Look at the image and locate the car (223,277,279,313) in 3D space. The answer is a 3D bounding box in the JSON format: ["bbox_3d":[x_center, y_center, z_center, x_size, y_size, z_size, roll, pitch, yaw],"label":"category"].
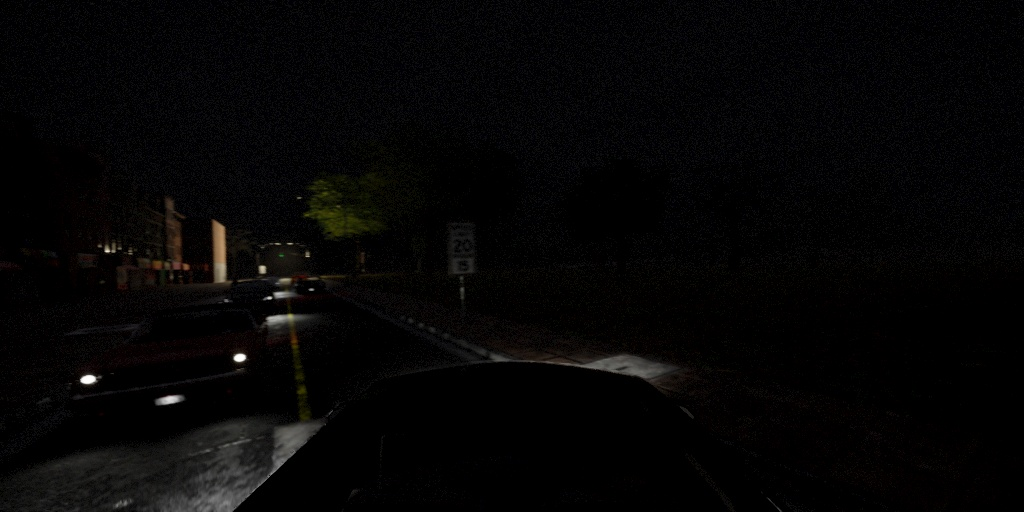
[{"bbox_3d":[-12.136,1.873,16.747,1.812,1.442,4.674,-2,-1,-33],"label":"car"}]

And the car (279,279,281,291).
[{"bbox_3d":[-22.406,2.569,33.001,1.895,1.301,4.718,-2,-1,-32],"label":"car"}]

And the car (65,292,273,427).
[{"bbox_3d":[-5.581,1.588,6.457,1.895,1.301,4.718,-2,0,-33],"label":"car"}]

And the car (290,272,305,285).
[{"bbox_3d":[-26.814,2.783,45.295,1.882,1.535,5.008,-2,-1,-32],"label":"car"}]

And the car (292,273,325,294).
[{"bbox_3d":[-16.056,2.254,28.399,1.895,1.301,4.718,-2,-1,-33],"label":"car"}]
